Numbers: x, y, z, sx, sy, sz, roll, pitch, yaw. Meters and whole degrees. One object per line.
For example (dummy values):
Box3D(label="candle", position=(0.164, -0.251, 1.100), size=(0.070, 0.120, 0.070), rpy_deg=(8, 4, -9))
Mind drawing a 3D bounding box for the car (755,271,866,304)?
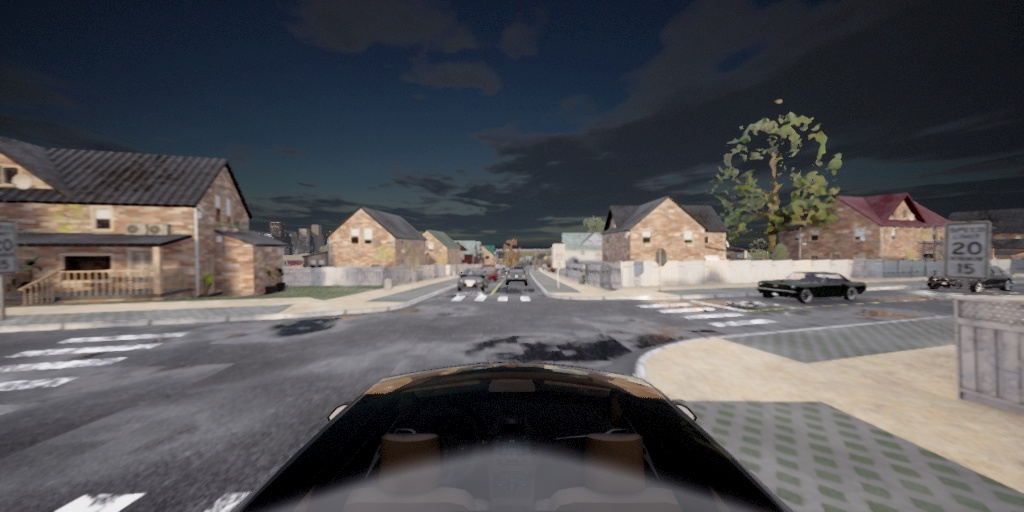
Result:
Box3D(label="car", position=(13.810, 1.382, 16.634), size=(4.718, 1.301, 1.895), rpy_deg=(0, 1, -17))

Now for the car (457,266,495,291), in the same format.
Box3D(label="car", position=(-2.640, 1.600, 25.196), size=(2.128, 1.511, 4.902), rpy_deg=(0, -1, 1))

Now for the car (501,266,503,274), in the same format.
Box3D(label="car", position=(-1.912, 2.159, 53.254), size=(1.812, 1.442, 4.674), rpy_deg=(0, -1, 2))

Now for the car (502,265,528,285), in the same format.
Box3D(label="car", position=(0.421, 1.773, 31.861), size=(2.033, 1.411, 5.357), rpy_deg=(0, -1, 1))

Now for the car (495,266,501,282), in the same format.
Box3D(label="car", position=(-2.420, 1.783, 36.477), size=(1.882, 1.535, 5.008), rpy_deg=(0, -1, 1))

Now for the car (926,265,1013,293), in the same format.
Box3D(label="car", position=(26.129, 1.244, 20.470), size=(4.892, 1.490, 1.837), rpy_deg=(0, 2, -17))
